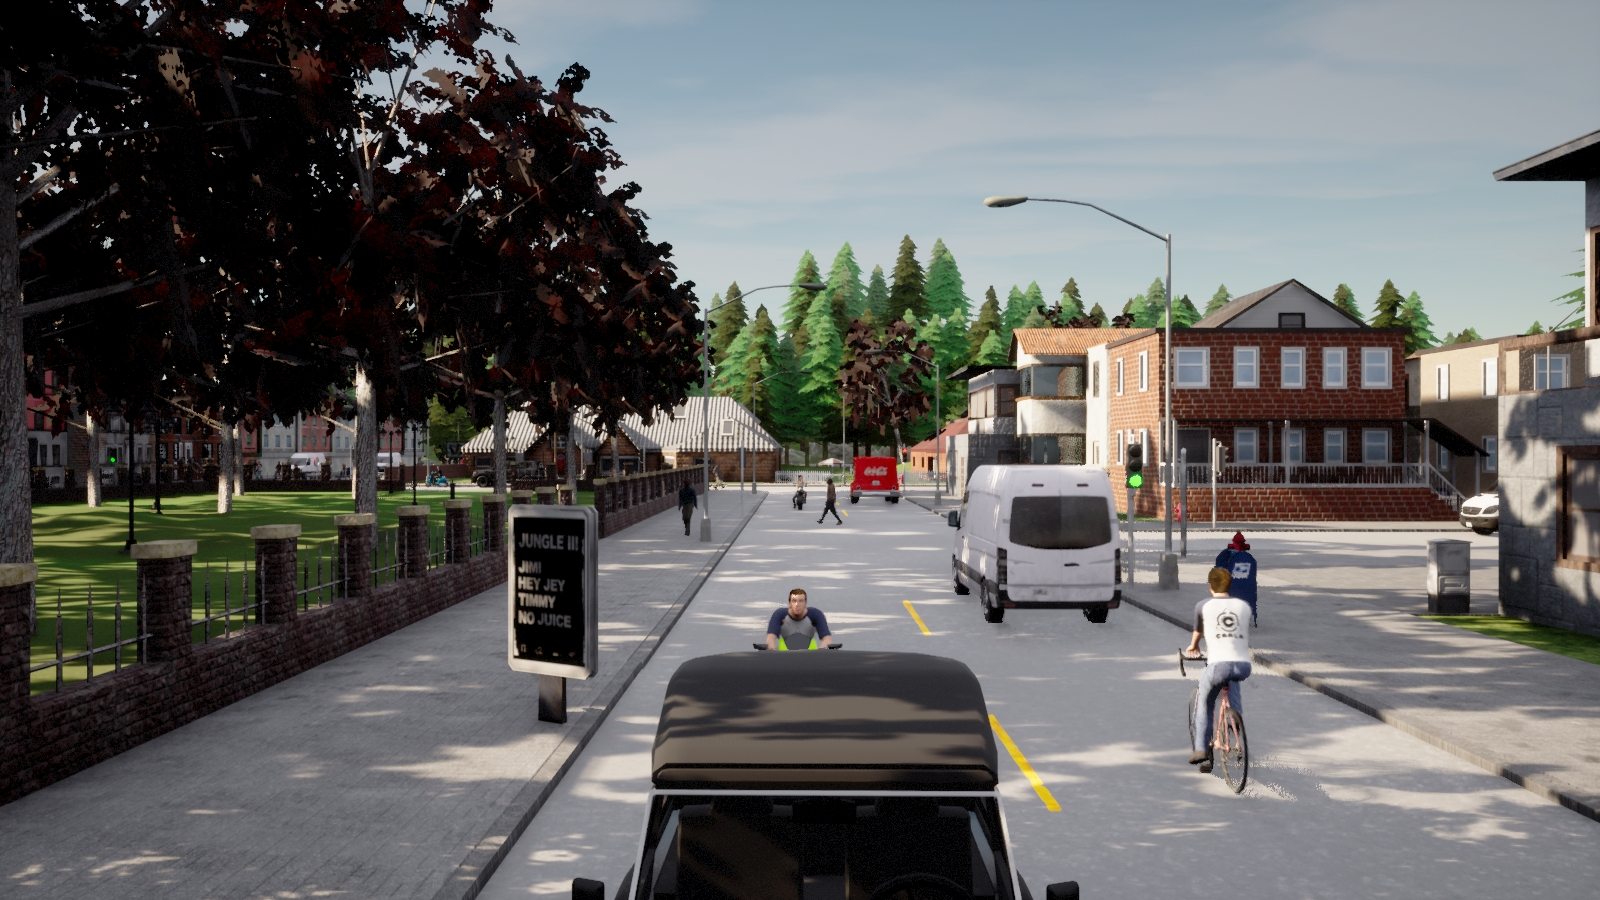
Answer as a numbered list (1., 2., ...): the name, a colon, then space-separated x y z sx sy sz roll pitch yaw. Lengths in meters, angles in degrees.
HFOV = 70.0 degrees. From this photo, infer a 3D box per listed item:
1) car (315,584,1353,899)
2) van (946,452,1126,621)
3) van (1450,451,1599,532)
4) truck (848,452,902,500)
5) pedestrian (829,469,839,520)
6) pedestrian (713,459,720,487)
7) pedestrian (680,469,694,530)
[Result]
1. car: 0.090 1.640 4.030 1.905 1.878 3.866 0 0 1
2. van: 3.993 1.324 20.422 1.988 2.561 5.915 0 0 0
3. van: 24.712 1.329 37.232 5.915 2.561 1.988 0 0 0
4. truck: 3.969 1.372 61.570 2.627 2.467 5.204 0 0 1
5. pedestrian: 1.242 1.645 42.049 0.375 1.860 0.375 0 0 3
6. pedestrian: -5.678 1.556 77.645 0.375 1.860 0.375 0 0 28
7. pedestrian: -3.521 1.539 35.650 0.375 1.860 0.375 0 0 7
